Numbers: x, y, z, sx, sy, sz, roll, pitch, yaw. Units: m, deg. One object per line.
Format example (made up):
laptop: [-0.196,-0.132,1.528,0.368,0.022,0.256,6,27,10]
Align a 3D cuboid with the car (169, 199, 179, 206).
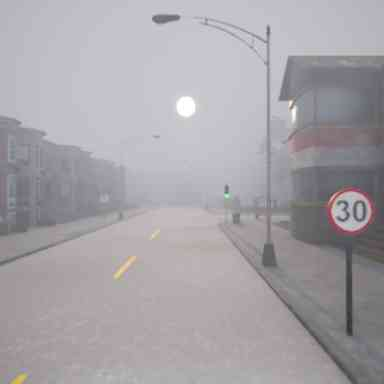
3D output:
car: [-4.052,2.400,75.035,2.097,1.767,4.553,0,-1,0]
